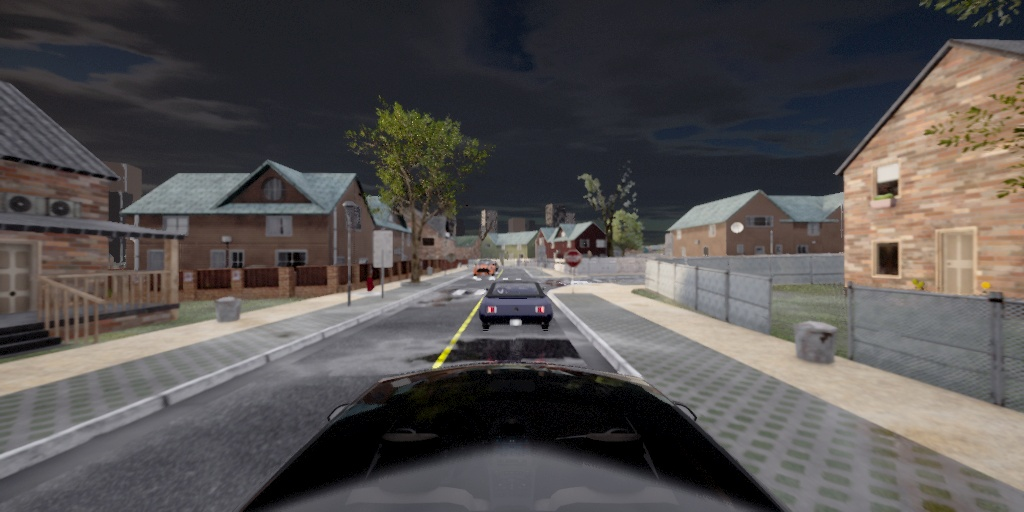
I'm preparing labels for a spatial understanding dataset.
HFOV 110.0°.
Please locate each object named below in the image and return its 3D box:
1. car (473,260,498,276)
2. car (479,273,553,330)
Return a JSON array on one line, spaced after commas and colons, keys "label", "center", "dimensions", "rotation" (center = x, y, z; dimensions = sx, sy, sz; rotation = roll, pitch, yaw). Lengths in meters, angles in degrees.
[{"label": "car", "center": [-2.852, 1.176, 37.676], "dimensions": [2.097, 1.767, 4.553], "rotation": [0, 0, 0]}, {"label": "car", "center": [0.098, 1.375, 11.179], "dimensions": [1.895, 1.301, 4.718], "rotation": [0, 0, 0]}]
